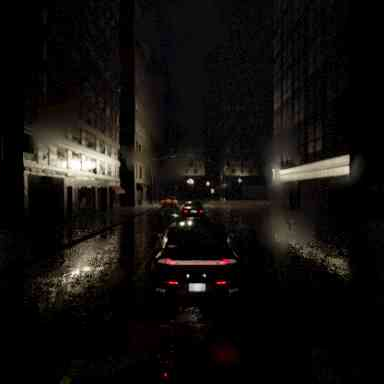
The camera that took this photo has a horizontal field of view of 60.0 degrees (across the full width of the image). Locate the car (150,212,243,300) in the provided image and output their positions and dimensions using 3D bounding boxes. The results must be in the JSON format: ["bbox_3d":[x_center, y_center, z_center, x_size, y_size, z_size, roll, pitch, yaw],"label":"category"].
[{"bbox_3d":[0.102,1.489,8.366,2.128,1.511,4.902,0,0,0],"label":"car"}]

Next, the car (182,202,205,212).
[{"bbox_3d":[0.121,1.540,28.127,2.033,1.411,5.357,0,0,0],"label":"car"}]

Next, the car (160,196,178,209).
[{"bbox_3d":[-3.009,1.349,44.263,2.097,1.767,4.553,0,0,1],"label":"car"}]
